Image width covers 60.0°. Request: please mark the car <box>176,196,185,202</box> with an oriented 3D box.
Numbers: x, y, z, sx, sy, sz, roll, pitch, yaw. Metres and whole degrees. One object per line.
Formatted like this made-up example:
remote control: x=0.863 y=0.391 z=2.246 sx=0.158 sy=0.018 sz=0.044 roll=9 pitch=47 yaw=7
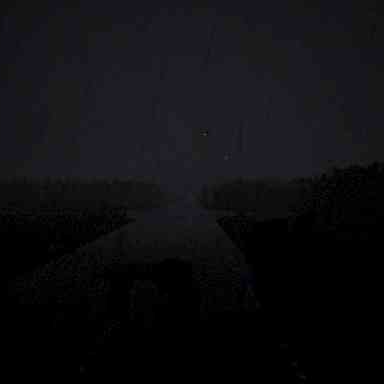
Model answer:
car: x=-2.745 y=1.674 z=80.086 sx=1.994 sy=1.385 sz=4.181 roll=0 pitch=0 yaw=0
